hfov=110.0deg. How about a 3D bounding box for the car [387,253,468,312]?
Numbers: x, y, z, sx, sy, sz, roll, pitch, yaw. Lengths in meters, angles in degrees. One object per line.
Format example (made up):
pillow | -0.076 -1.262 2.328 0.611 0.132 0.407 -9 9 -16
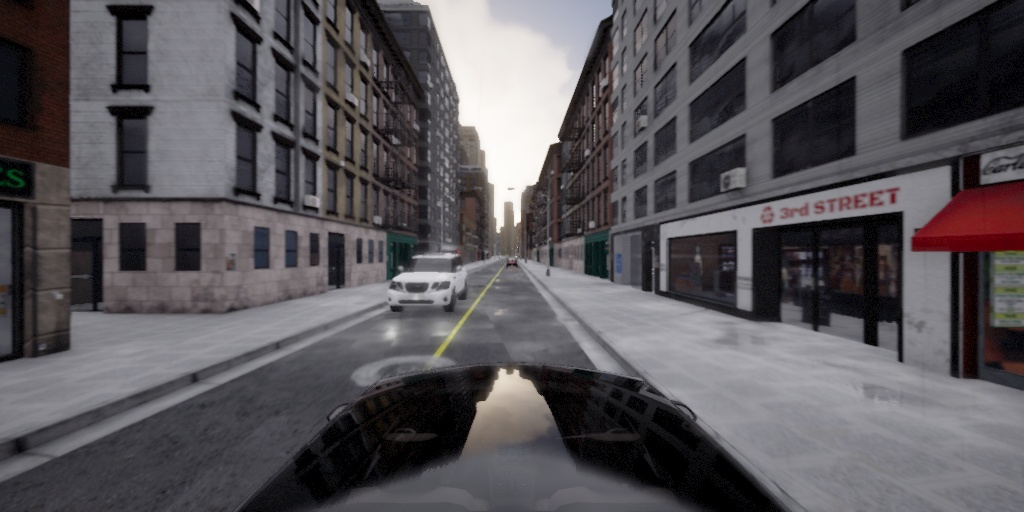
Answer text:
car | -3.080 0.924 14.298 2.150 2.045 5.566 0 1 0

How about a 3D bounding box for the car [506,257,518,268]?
car | -0.002 1.086 56.873 1.837 1.490 4.892 0 0 0
